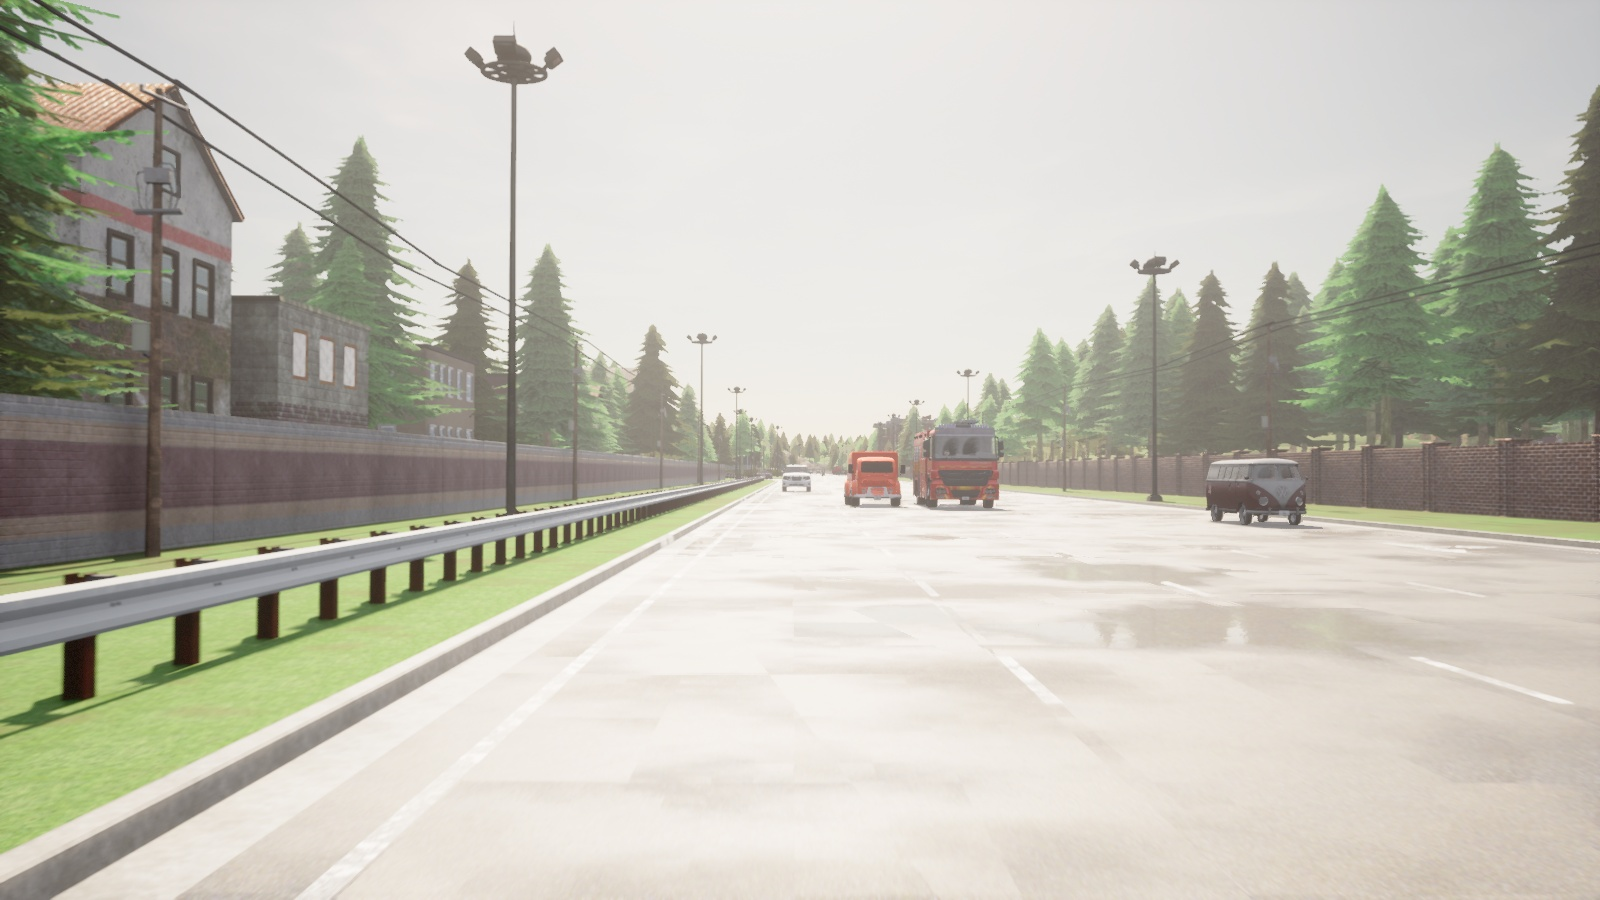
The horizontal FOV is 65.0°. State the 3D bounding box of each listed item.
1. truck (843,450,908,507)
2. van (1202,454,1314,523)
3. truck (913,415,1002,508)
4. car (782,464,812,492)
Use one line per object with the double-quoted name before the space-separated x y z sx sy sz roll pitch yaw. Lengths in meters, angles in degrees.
"truck" 3.361 1.270 57.099 2.627 2.467 5.204 0 -1 0
"van" 13.907 1.154 38.381 1.775 1.987 4.442 0 -1 0
"truck" 6.861 0.559 55.961 2.891 3.827 8.468 0 -1 0
"car" -0.239 2.138 95.792 2.150 2.045 5.566 0 -1 0
